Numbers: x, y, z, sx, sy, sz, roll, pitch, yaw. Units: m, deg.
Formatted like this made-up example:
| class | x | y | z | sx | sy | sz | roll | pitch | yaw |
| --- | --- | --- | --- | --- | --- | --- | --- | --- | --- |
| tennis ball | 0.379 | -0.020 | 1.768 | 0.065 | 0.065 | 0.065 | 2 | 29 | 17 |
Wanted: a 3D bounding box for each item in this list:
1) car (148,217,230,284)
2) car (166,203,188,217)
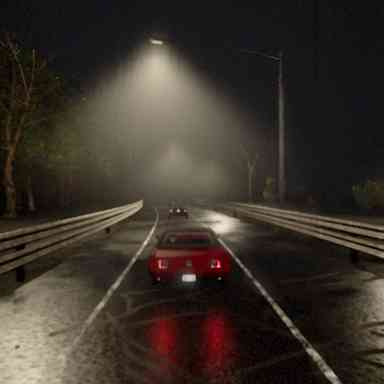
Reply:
| class | x | y | z | sx | sy | sz | roll | pitch | yaw |
| --- | --- | --- | --- | --- | --- | --- | --- | --- | --- |
| car | -0.124 | 1.654 | 9.684 | 1.895 | 1.301 | 4.718 | 0 | 0 | -2 |
| car | -1.416 | 1.701 | 31.381 | 2.033 | 1.411 | 5.357 | 0 | 0 | -5 |
